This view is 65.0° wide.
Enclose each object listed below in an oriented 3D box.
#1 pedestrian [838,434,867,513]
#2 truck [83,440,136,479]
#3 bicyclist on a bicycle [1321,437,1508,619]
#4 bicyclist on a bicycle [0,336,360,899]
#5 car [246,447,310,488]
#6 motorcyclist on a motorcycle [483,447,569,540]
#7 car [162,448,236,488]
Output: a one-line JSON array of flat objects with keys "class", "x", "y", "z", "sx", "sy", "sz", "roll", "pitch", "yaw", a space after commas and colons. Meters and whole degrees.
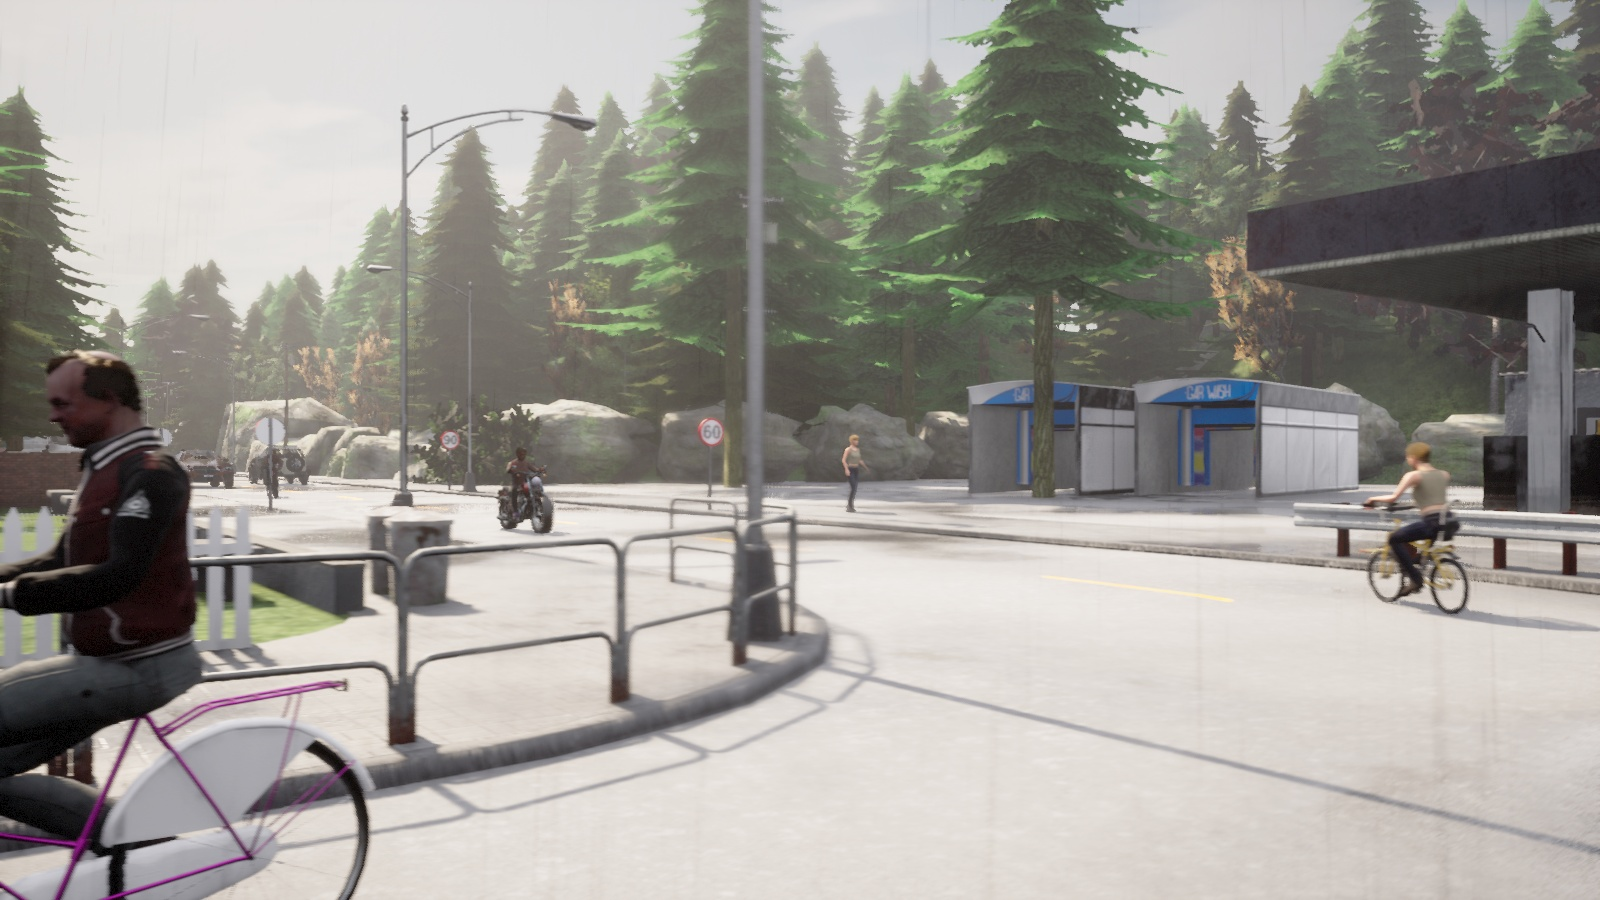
[{"class": "pedestrian", "x": 1.221, "y": 0.540, "z": 29.412, "sx": 0.594, "sy": 1.836, "sz": 0.345, "roll": 0, "pitch": 0, "yaw": 44}, {"class": "truck", "x": -46.024, "y": 0.628, "z": 83.641, "sx": 2.627, "sy": 2.467, "sz": 5.204, "roll": 0, "pitch": 0, "yaw": -34}, {"class": "bicyclist on a bicycle", "x": 5.880, "y": 0.705, "z": 12.118, "sx": 0.866, "sy": 1.612, "sz": 1.509, "roll": -2, "pitch": 0, "yaw": -9}, {"class": "bicyclist on a bicycle", "x": -2.112, "y": 0.630, "z": 3.063, "sx": 1.843, "sy": 1.776, "sz": 0.659, "roll": 0, "pitch": -1, "yaw": -40}, {"class": "car", "x": -24.734, "y": 0.802, "z": 59.424, "sx": 1.932, "sy": 1.855, "sz": 4.605, "roll": 0, "pitch": 0, "yaw": -34}, {"class": "motorcyclist on a motorcycle", "x": -5.175, "y": 0.779, "z": 23.603, "sx": 0.766, "sy": 1.649, "sz": 2.350, "roll": 0, "pitch": 0, "yaw": -34}, {"class": "car", "x": -25.868, "y": 0.751, "z": 53.977, "sx": 2.152, "sy": 1.651, "sz": 5.027, "roll": 0, "pitch": 0, "yaw": -34}]
